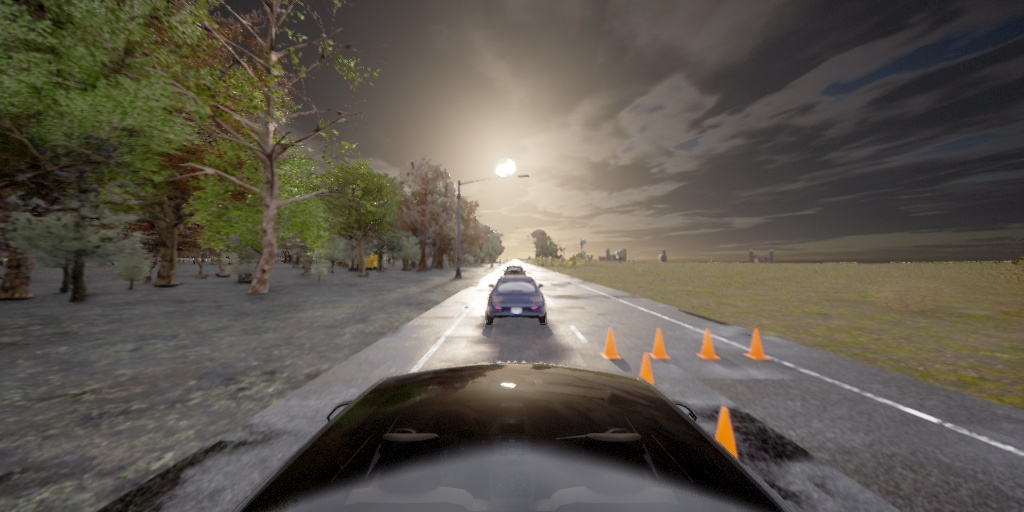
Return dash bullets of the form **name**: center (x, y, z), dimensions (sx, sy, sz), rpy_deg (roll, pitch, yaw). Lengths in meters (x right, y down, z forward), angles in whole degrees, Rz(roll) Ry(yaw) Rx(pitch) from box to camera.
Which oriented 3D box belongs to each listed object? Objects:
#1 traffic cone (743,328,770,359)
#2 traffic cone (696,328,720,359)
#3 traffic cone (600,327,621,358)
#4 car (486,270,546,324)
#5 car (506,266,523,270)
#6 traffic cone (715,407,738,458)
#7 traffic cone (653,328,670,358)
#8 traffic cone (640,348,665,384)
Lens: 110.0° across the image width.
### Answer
- **traffic cone**: center (5.025, 1.778, 7.376), dimensions (0.340, 0.580, 0.340), rpy_deg (0, 0, 0)
- **traffic cone**: center (4.025, 1.775, 7.380), dimensions (0.340, 0.580, 0.340), rpy_deg (0, 0, 0)
- **traffic cone**: center (2.025, 1.770, 7.387), dimensions (0.340, 0.580, 0.340), rpy_deg (0, 0, 0)
- **car**: center (0.133, 1.388, 12.362), dimensions (1.812, 1.442, 4.674), rpy_deg (0, -1, 0)
- **car**: center (0.203, 1.558, 30.318), dimensions (1.837, 1.490, 4.892), rpy_deg (0, -1, 0)
- **traffic cone**: center (2.010, 1.728, 3.387), dimensions (0.340, 0.580, 0.340), rpy_deg (0, 0, 0)
- **traffic cone**: center (3.025, 1.773, 7.384), dimensions (0.340, 0.580, 0.340), rpy_deg (0, 0, 0)
- **traffic cone**: center (2.017, 1.749, 5.387), dimensions (0.340, 0.580, 0.340), rpy_deg (0, 0, 0)
